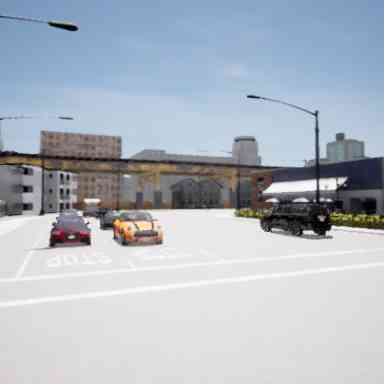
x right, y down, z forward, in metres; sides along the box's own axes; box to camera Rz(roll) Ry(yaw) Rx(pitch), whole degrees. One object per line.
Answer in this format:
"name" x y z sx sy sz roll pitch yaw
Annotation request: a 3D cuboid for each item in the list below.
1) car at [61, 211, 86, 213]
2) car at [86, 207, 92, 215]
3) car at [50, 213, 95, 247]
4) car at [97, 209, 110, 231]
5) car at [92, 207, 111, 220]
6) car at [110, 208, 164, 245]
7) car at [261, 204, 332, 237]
"car" -10.631 2.402 28.705 2.033 1.411 5.357 0 -2 -22
"car" -14.951 3.030 50.778 1.837 1.490 4.892 -1 -2 6
"car" -6.622 2.093 18.201 1.994 1.385 4.181 0 -2 -21
"car" -6.398 2.366 27.488 1.994 1.385 4.181 0 -2 -20
"car" -11.383 2.778 43.705 1.882 1.535 5.008 0 -2 -5
"car" -3.073 1.882 18.730 2.097 1.767 4.553 0 -2 -21
"car" 6.892 1.846 22.583 2.150 2.045 5.566 1 -2 -21
